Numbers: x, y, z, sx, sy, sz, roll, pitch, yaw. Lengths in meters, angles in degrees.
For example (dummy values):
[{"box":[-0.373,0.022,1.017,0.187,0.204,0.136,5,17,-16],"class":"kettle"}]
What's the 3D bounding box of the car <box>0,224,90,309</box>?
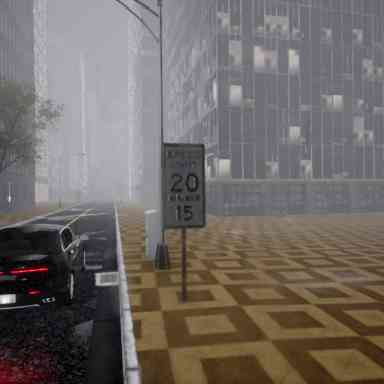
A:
[{"box":[-3.608,1.509,7.811,1.837,1.490,4.892,-1,0,-13],"class":"car"}]
